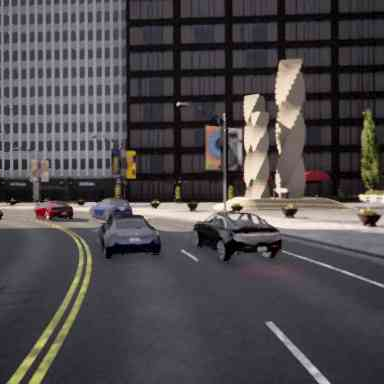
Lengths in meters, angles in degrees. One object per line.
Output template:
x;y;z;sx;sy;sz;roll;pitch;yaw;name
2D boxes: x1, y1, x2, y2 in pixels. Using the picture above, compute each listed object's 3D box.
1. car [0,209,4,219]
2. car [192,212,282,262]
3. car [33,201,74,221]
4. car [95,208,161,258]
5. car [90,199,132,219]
-17.757;1.625;28.294;4.181;1.385;1.994;0;0;38;car
1.400;1.466;12.095;2.128;1.511;4.902;0;0;-16;car
-11.575;1.504;27.617;1.882;1.535;5.008;0;0;-43;car
-2.547;1.560;12.966;1.994;1.385;4.181;0;0;-19;car
-6.672;1.351;27.249;2.097;1.767;4.553;0;0;-38;car
